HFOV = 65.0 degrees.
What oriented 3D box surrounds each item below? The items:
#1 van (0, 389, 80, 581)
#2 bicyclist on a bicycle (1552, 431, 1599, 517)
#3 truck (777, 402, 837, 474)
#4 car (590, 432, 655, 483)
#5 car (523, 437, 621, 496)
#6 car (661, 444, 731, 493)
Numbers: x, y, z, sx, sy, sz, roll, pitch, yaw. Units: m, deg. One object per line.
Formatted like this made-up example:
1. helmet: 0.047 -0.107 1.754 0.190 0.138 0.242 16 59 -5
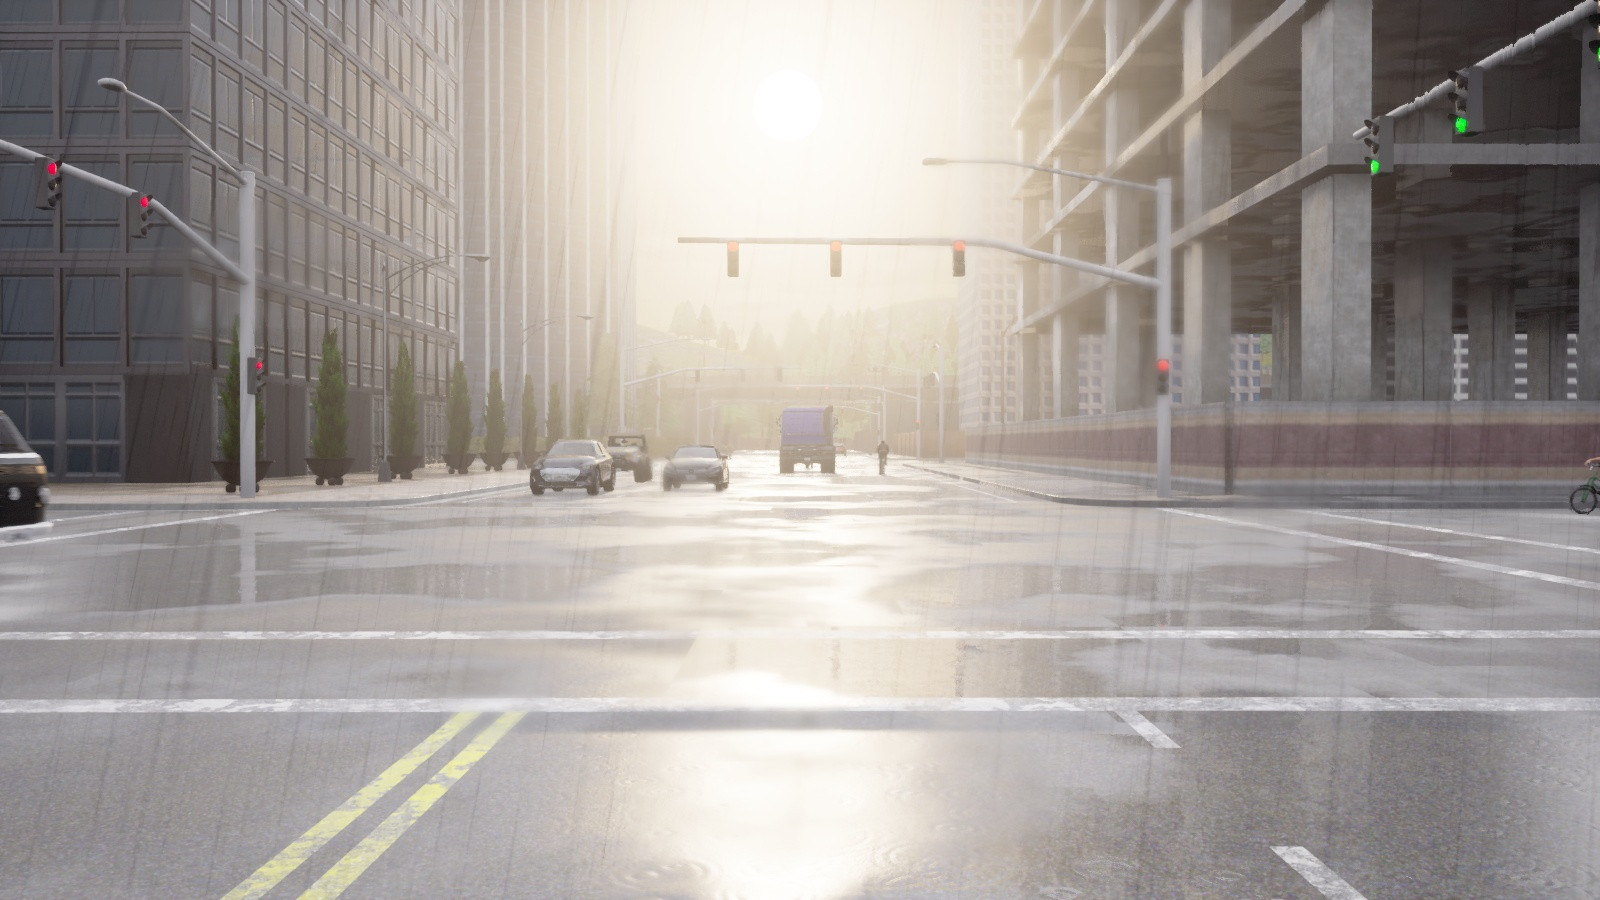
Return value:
1. van: -10.747 0.351 13.781 4.480 2.038 2.069 0 0 -1
2. bicyclist on a bicycle: 15.716 0.498 24.463 1.509 1.612 0.866 4 0 0
3. truck: 0.376 -0.601 64.554 2.891 3.462 7.936 0 0 0
4. car: -6.718 0.266 47.934 1.905 1.878 3.866 0 0 0
5. car: -6.774 0.457 37.851 2.033 1.649 4.856 0 0 0
6. car: -3.261 0.543 40.083 1.812 1.442 4.674 0 0 0
